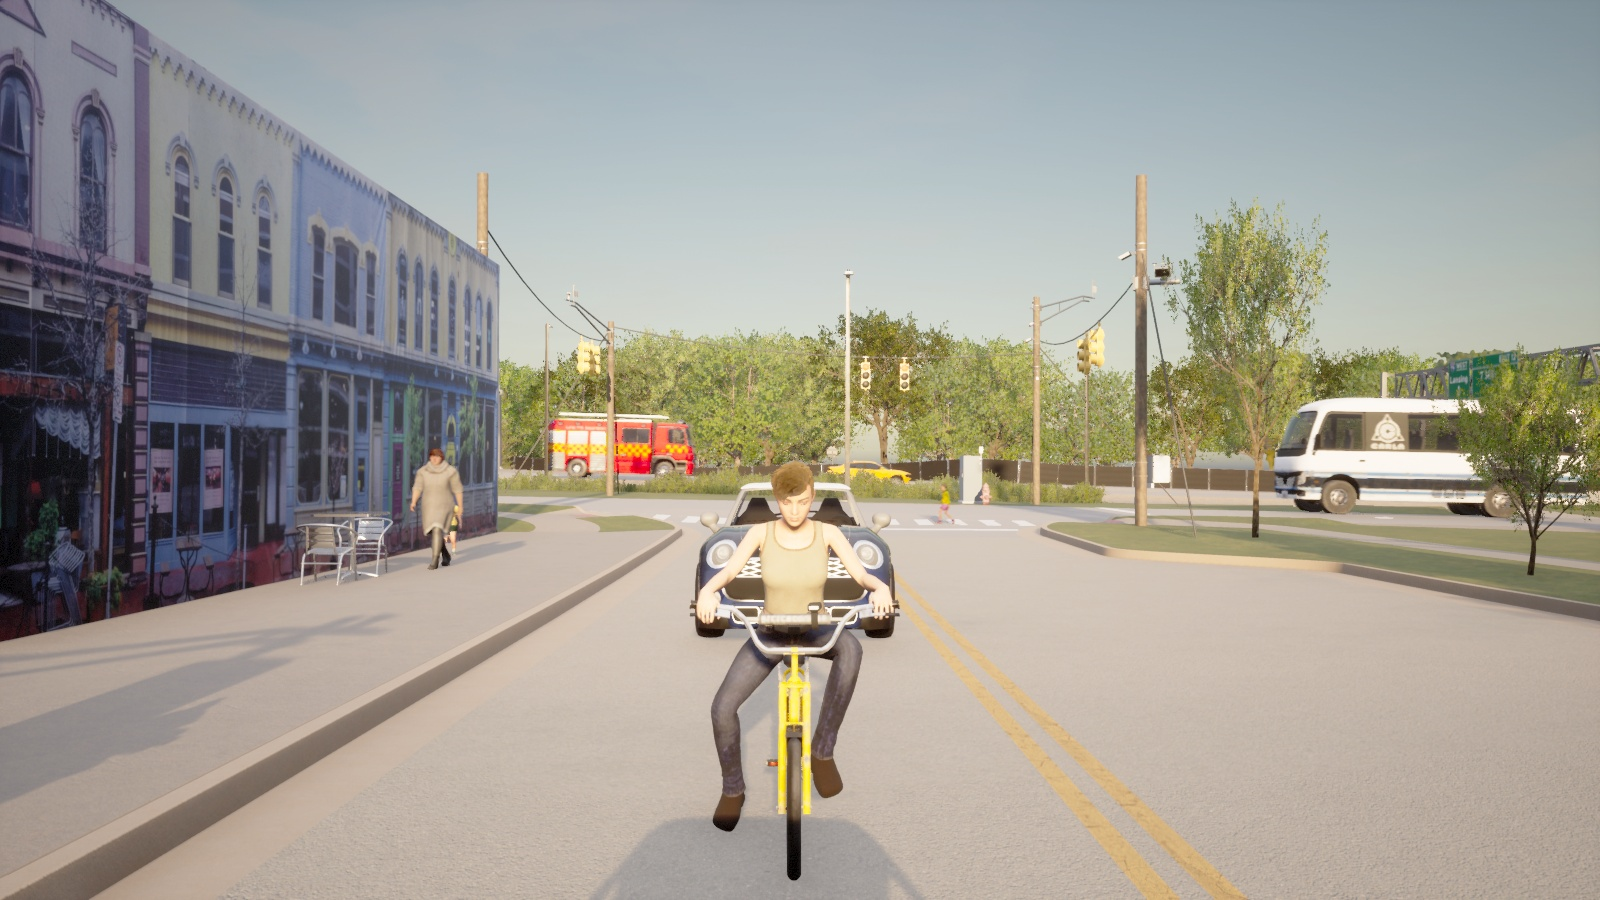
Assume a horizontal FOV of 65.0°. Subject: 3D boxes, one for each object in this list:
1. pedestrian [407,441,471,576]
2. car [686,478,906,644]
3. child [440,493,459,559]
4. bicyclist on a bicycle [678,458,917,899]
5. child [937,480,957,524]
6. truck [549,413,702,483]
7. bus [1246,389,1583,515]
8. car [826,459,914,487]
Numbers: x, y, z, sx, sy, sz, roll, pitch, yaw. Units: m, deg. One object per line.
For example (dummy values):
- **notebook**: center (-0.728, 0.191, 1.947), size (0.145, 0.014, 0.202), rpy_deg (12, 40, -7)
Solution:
- **pedestrian**: center (-5.356, 0.850, 18.665), size (0.659, 1.952, 0.873), rpy_deg (0, -1, 4)
- **car**: center (-0.039, 1.037, 13.184), size (1.970, 1.475, 3.806), rpy_deg (0, -1, 0)
- **child**: center (-5.958, 1.285, 21.376), size (0.255, 1.110, 0.394), rpy_deg (0, -1, -7)
- **bicyclist on a bicycle**: center (-0.017, 0.853, 5.334), size (0.866, 1.612, 1.509), rpy_deg (0, -1, -1)
- **child**: center (3.910, 1.380, 33.403), size (0.473, 1.160, 0.299), rpy_deg (0, -1, 0)
- **truck**: center (-10.085, -0.092, 73.366), size (8.468, 3.827, 2.891), rpy_deg (1, -1, 0)
- **bus**: center (22.128, 0.087, 45.821), size (10.273, 4.253, 3.944), rpy_deg (1, -1, 3)
- **car**: center (4.066, 1.351, 73.405), size (5.008, 1.535, 1.882), rpy_deg (1, -1, 0)
